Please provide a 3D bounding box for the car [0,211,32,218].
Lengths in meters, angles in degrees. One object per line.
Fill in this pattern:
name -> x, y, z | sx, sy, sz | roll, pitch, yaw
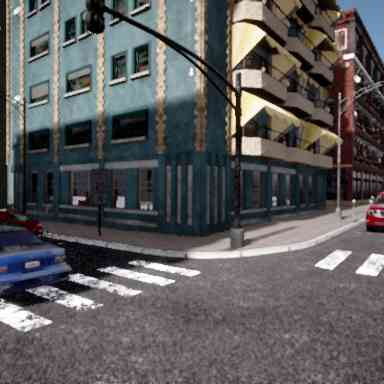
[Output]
car -> -7.989, 1.454, 14.273 | 4.206, 1.307, 1.802 | 0, 1, 38

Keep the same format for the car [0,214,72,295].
car -> -5.101, 1.472, 8.189 | 5.357, 1.411, 2.033 | 0, 1, 39

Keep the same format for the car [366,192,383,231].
car -> 10.192, 0.924, 16.690 | 2.192, 1.841, 5.009 | 2, 2, 37
